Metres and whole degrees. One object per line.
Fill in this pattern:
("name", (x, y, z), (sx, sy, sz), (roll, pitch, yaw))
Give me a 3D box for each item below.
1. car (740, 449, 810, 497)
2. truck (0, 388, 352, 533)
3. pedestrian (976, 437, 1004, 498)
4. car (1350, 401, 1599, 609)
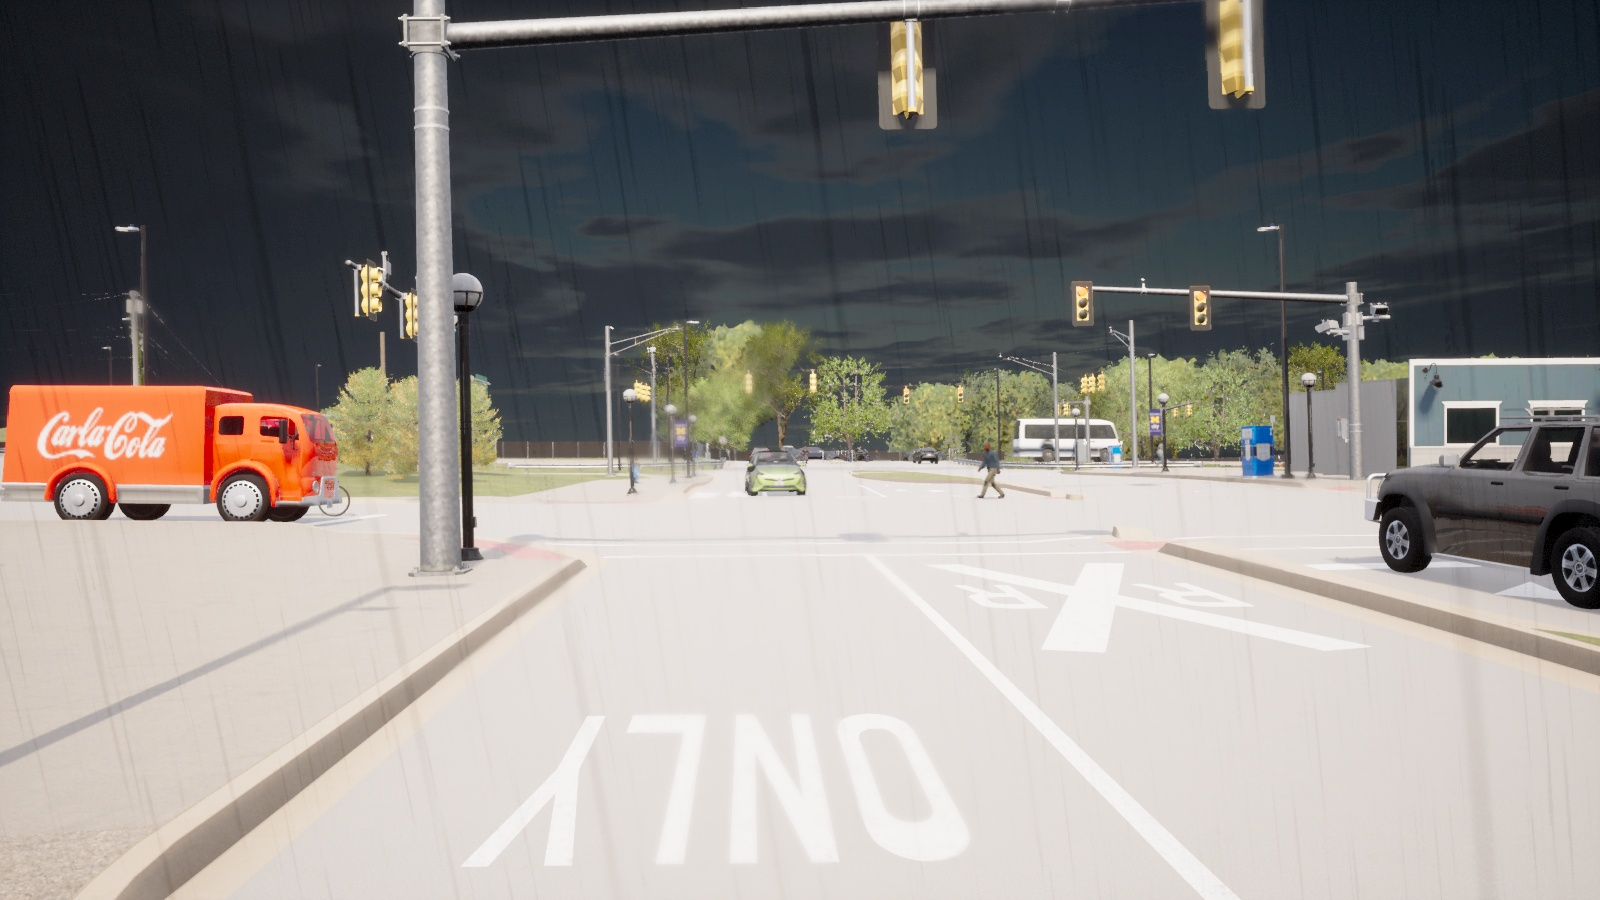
("car", (-0.924, 0.755, 43.763), (2.007, 1.525, 4.514), (-1, 1, -6))
("truck", (-11.174, 0.198, 22.732), (5.204, 2.467, 2.627), (0, -1, -2))
("pedestrian", (5.817, 0.530, 38.455), (0.726, 1.835, 0.370), (-2, -1, -16))
("car", (7.887, 0.437, 13.015), (1.932, 1.855, 4.605), (-1, 1, -7))
